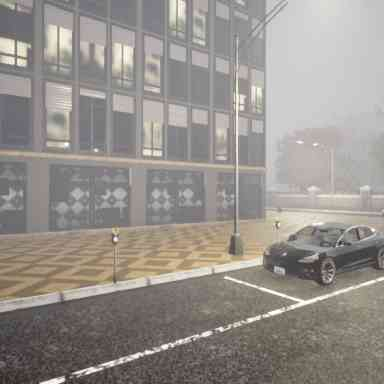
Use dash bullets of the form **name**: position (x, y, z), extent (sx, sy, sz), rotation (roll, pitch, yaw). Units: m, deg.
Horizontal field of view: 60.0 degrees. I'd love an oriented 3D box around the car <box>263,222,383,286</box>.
- **car**: position (3.930, 1.562, 9.447), extent (4.313, 1.339, 1.947), rotation (0, 0, -35)
